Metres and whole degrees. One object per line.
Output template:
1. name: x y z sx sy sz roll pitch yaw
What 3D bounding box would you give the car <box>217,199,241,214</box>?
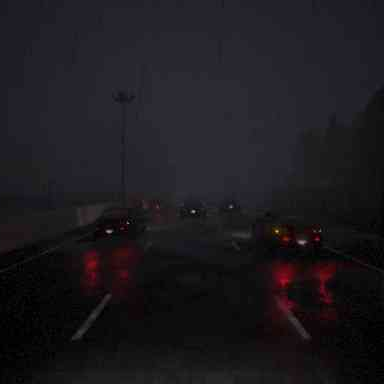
1. car: 3.589 1.341 32.590 1.994 1.385 4.181 0 0 0

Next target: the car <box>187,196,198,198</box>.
1. car: 0.086 1.199 42.600 2.128 1.511 4.902 0 0 0

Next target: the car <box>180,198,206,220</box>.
1. car: 0.092 1.383 26.179 1.994 1.385 4.181 0 0 0

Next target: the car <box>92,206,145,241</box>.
1. car: -3.407 1.415 15.998 1.812 1.442 4.674 0 0 0

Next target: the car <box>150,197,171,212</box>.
1. car: -3.412 1.259 35.619 1.837 1.490 4.892 0 0 0

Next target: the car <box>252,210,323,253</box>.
1. car: 3.595 1.436 13.140 1.812 1.442 4.674 0 0 0
